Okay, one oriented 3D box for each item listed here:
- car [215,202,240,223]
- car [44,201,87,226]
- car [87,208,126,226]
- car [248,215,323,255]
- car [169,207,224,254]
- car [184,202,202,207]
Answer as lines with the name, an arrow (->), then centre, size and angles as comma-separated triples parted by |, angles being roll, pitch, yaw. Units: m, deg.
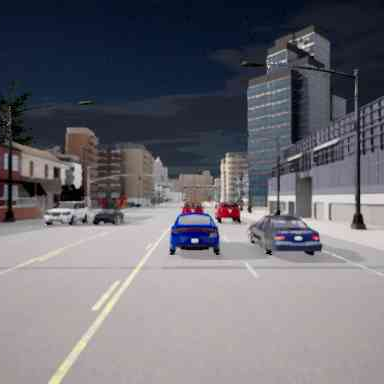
car -> 3.592, 2.047, 34.024 | 2.150, 2.045, 5.566 | 0, -3, 0
car -> -10.604, 1.801, 28.611 | 2.150, 2.045, 5.566 | 0, -3, 0
car -> -7.105, 2.142, 28.953 | 2.033, 1.411, 5.357 | 0, -2, 0
car -> 3.596, 1.668, 13.762 | 2.033, 1.411, 5.357 | 0, -1, 0
car -> 0.096, 1.605, 14.111 | 1.882, 1.535, 5.008 | 0, -1, 0
car -> 0.091, 2.045, 33.992 | 2.150, 2.045, 5.566 | 0, -3, 0
